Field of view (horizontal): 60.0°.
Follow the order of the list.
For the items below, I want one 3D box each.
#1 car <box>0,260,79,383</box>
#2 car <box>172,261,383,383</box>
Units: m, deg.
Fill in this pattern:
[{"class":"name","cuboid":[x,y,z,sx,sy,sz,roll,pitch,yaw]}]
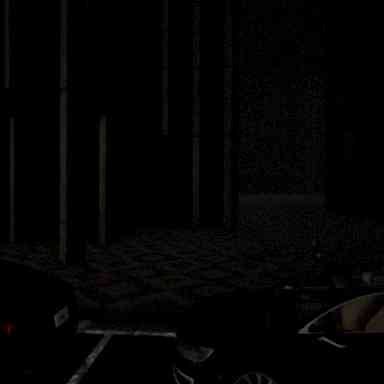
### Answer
[{"class":"car","cuboid":[-3.653,1.540,4.178,4.313,1.339,1.947,0,0,4]},{"class":"car","cuboid":[1.973,1.532,3.781,4.403,1.369,2.008,0,0,4]}]
